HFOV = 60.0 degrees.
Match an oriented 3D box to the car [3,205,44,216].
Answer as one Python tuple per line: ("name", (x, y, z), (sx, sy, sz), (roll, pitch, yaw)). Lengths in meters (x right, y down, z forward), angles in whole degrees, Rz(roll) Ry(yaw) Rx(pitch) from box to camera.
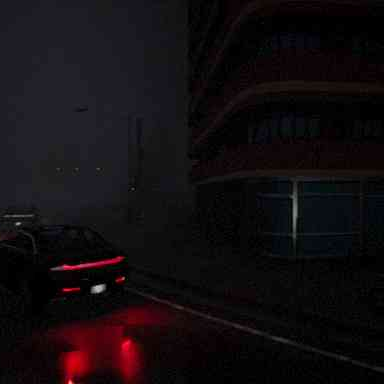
("car", (-10.316, 1.530, 20.460), (2.128, 1.511, 4.902), (0, 0, -20))

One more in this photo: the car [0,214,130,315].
("car", (-3.325, 1.507, 7.710), (2.128, 1.511, 4.902), (0, 0, -43))
